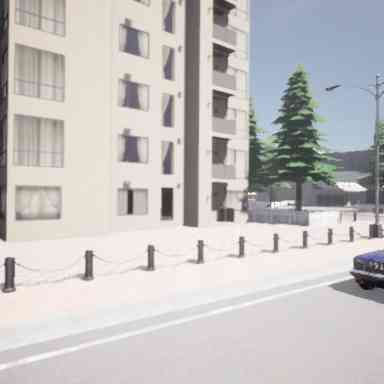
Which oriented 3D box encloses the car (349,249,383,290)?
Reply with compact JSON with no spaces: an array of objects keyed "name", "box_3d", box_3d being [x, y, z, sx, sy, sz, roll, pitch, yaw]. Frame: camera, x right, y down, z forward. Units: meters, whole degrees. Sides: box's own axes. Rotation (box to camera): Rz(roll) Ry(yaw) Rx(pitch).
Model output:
[{"name":"car","box_3d":[5.939,1.702,8.183,4.718,1.301,1.895,1,0,-35]}]
